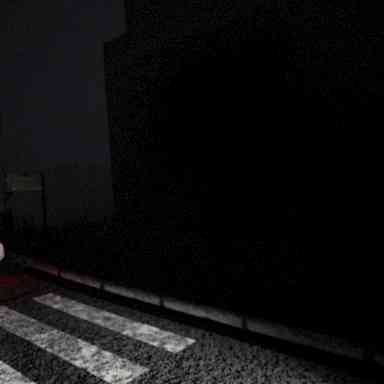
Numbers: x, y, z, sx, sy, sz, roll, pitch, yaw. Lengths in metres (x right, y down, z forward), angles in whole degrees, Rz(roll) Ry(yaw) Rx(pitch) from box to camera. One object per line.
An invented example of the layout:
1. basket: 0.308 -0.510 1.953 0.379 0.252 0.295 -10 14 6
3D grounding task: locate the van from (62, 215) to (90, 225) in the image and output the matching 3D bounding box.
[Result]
1. van: -19.754 4.952 55.399 4.442 1.987 1.878 -7 -7 25

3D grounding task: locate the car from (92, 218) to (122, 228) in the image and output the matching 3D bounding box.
1. car: -16.148 5.876 63.026 5.366 1.575 1.946 -7 -8 25

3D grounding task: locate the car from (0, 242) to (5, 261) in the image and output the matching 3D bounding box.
1. car: -7.346 1.574 9.974 4.718 1.301 1.895 1 2 44

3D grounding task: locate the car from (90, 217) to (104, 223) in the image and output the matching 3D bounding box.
1. car: -18.445 5.378 57.822 5.008 1.535 2.097 -7 -7 25

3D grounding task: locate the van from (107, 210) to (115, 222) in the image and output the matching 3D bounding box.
1. van: -9.528 3.450 47.823 4.442 1.987 1.878 -7 -7 25

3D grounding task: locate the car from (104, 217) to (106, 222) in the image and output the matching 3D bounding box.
1. car: -17.218 5.483 60.328 4.553 1.767 2.185 -7 -8 25
